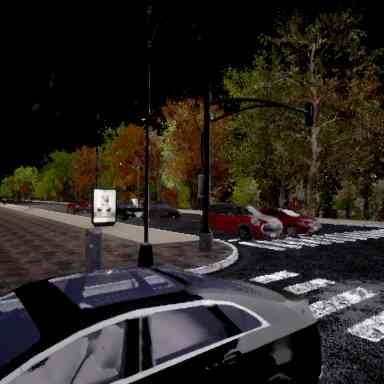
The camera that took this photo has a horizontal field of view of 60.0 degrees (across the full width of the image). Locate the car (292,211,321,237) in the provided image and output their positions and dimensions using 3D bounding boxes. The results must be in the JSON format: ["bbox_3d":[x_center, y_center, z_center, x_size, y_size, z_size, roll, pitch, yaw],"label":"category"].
[{"bbox_3d":[5.027,1.622,18.971,1.812,1.442,4.674,1,-1,-35],"label":"car"}]

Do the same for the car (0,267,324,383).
[{"bbox_3d":[-0.949,1.492,2.626,4.902,1.511,2.128,0,0,-36],"label":"car"}]

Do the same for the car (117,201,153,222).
[{"bbox_3d":[-5.660,1.689,28.707,2.128,1.511,4.902,1,-1,-35],"label":"car"}]

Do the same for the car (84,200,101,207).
[{"bbox_3d":[-19.984,2.297,66.880,1.994,1.385,4.181,1,-1,-35],"label":"car"}]

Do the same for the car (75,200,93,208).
[{"bbox_3d":[-19.890,2.167,61.022,1.812,1.442,4.674,1,-1,-35],"label":"car"}]

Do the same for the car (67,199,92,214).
[{"bbox_3d":[-13.602,1.692,40.219,2.097,1.767,4.553,1,-1,-34],"label":"car"}]

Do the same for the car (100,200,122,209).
[{"bbox_3d":[-14.250,2.123,58.596,2.128,1.511,4.902,1,-1,-35],"label":"car"}]

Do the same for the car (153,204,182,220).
[{"bbox_3d":[-3.041,1.789,30.628,2.033,1.411,5.357,1,-1,-35],"label":"car"}]

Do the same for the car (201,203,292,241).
[{"bbox_3d":[2.446,1.404,16.994,2.097,1.767,4.553,1,-1,-35],"label":"car"}]

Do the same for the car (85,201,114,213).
[{"bbox_3d":[-12.281,1.956,44.033,2.033,1.411,5.357,1,-1,-34],"label":"car"}]
